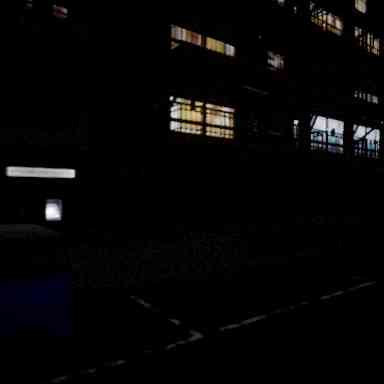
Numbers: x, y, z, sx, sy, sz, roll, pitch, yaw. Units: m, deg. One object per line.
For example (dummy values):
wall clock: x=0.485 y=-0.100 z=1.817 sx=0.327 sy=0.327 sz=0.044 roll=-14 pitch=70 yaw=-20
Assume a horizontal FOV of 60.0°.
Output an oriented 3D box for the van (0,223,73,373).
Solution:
van: x=-3.540 y=1.340 z=4.027 sx=3.998 sy=1.788 sz=1.690 roll=0 pitch=0 yaw=-36
